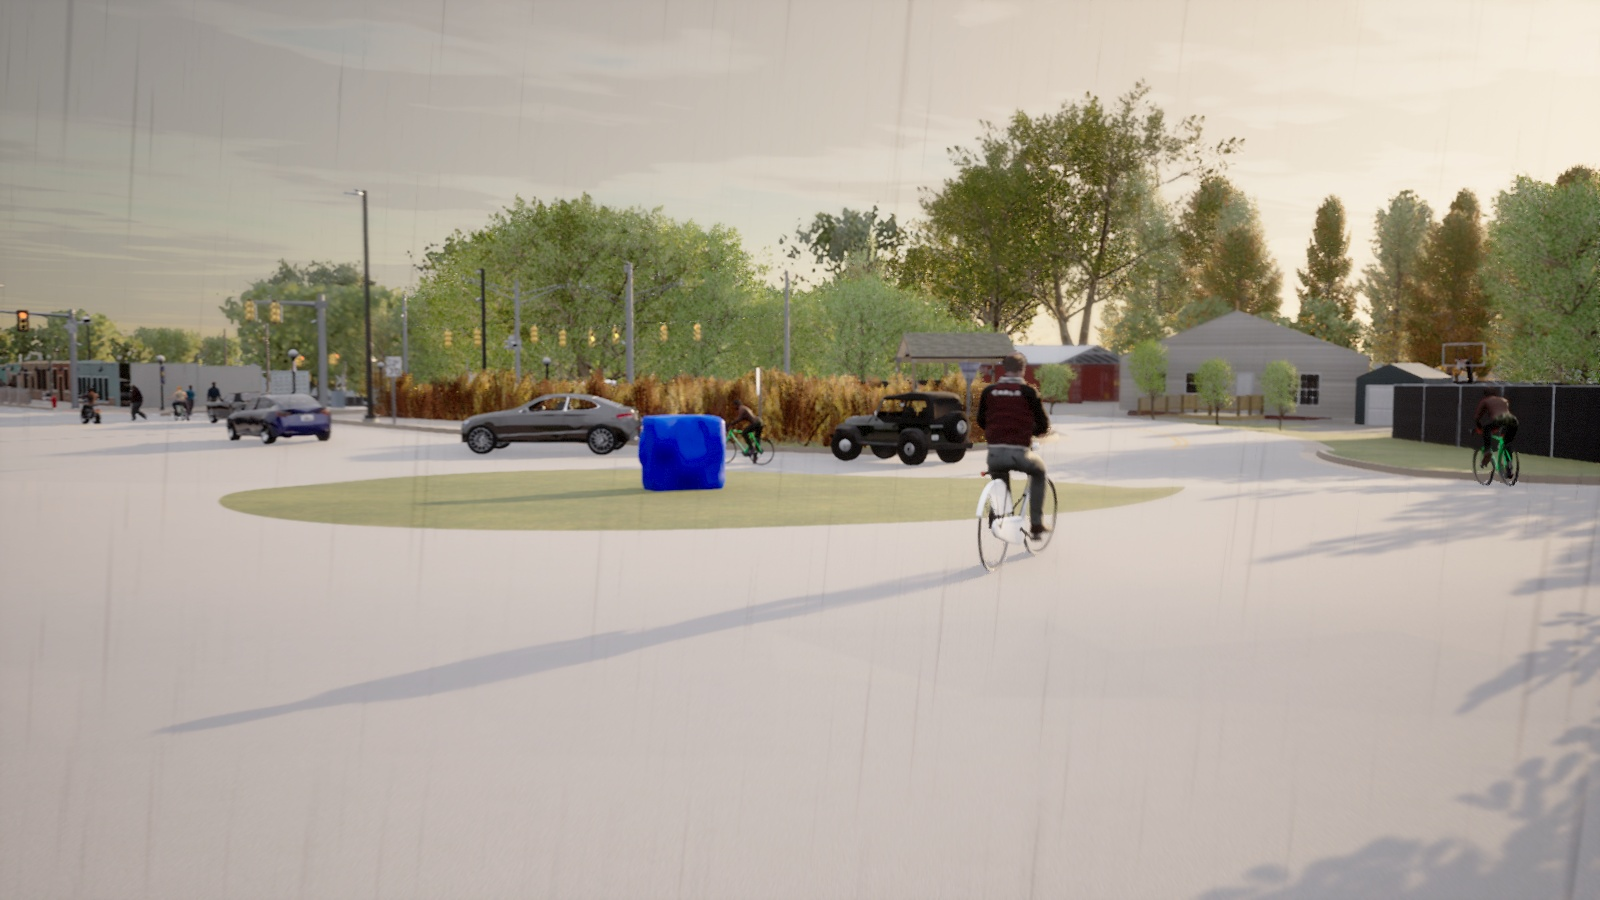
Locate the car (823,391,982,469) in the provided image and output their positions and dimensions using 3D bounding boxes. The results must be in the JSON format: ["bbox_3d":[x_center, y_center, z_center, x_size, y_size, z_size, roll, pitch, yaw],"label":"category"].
[{"bbox_3d":[2.679,-0.586,33.278,1.905,1.878,3.866,-2,4,-45],"label":"car"}]

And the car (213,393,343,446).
[{"bbox_3d":[-16.396,-1.007,39.324,2.163,1.488,4.792,-5,5,-42],"label":"car"}]

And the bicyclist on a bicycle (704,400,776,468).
[{"bbox_3d":[-1.486,-0.410,31.156,1.656,1.620,0.582,2,3,9],"label":"bicyclist on a bicycle"}]

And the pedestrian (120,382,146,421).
[{"bbox_3d":[-31.946,-2.334,60.124,0.634,1.844,0.899,4,6,44],"label":"pedestrian"}]

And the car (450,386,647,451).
[{"bbox_3d":[-6.932,-0.898,34.972,5.027,1.651,2.152,1,4,1],"label":"car"}]

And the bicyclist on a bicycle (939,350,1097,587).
[{"bbox_3d":[1.839,0.088,10.388,0.659,1.776,1.843,3,4,29],"label":"bicyclist on a bicycle"}]

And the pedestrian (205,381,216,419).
[{"bbox_3d":[-28.554,-2.434,60.861,0.370,1.835,0.726,-2,5,-30],"label":"pedestrian"}]

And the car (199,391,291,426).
[{"bbox_3d":[-22.587,-1.724,51.048,1.895,1.301,4.718,-4,5,-43],"label":"car"}]

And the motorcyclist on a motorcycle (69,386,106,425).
[{"bbox_3d":[-31.009,-1.926,54.611,0.766,1.649,2.350,-4,4,-44],"label":"motorcyclist on a motorcycle"}]

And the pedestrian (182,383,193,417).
[{"bbox_3d":[-34.489,-2.826,70.740,0.396,1.930,0.692,-3,5,-36],"label":"pedestrian"}]

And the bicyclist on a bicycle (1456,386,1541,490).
[{"bbox_3d":[11.337,-0.163,20.441,0.582,1.620,1.656,-1,-1,6],"label":"bicyclist on a bicycle"}]
